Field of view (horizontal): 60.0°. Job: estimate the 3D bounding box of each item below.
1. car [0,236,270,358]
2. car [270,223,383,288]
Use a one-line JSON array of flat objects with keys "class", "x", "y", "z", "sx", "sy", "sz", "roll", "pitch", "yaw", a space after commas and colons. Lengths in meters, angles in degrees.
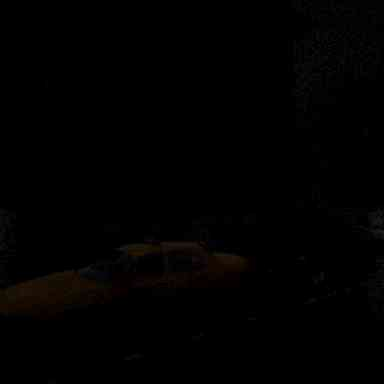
[{"class": "car", "x": -0.957, "y": 1.523, "z": 5.970, "sx": 4.829, "sy": 1.417, "sz": 1.752, "roll": 0, "pitch": 0, "yaw": -36}, {"class": "car", "x": 3.605, "y": 1.559, "z": 9.231, "sx": 4.313, "sy": 1.339, "sz": 1.947, "roll": 0, "pitch": 0, "yaw": -36}]
